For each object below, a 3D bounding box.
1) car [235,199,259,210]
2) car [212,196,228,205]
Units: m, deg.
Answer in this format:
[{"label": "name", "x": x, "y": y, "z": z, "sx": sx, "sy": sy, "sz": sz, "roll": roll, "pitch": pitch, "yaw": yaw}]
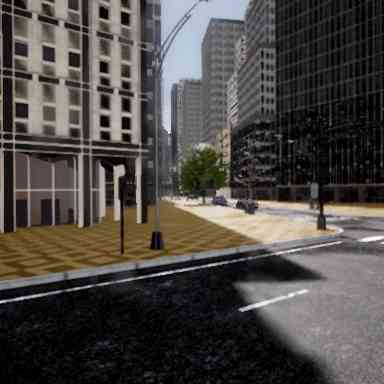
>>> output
[{"label": "car", "x": 7.095, "y": 1.558, "z": 43.311, "sx": 2.033, "sy": 1.411, "sz": 5.357, "roll": 0, "pitch": 0, "yaw": -7}, {"label": "car", "x": 4.986, "y": 1.434, "z": 59.649, "sx": 2.097, "sy": 1.767, "sz": 4.553, "roll": 0, "pitch": 0, "yaw": -7}]
